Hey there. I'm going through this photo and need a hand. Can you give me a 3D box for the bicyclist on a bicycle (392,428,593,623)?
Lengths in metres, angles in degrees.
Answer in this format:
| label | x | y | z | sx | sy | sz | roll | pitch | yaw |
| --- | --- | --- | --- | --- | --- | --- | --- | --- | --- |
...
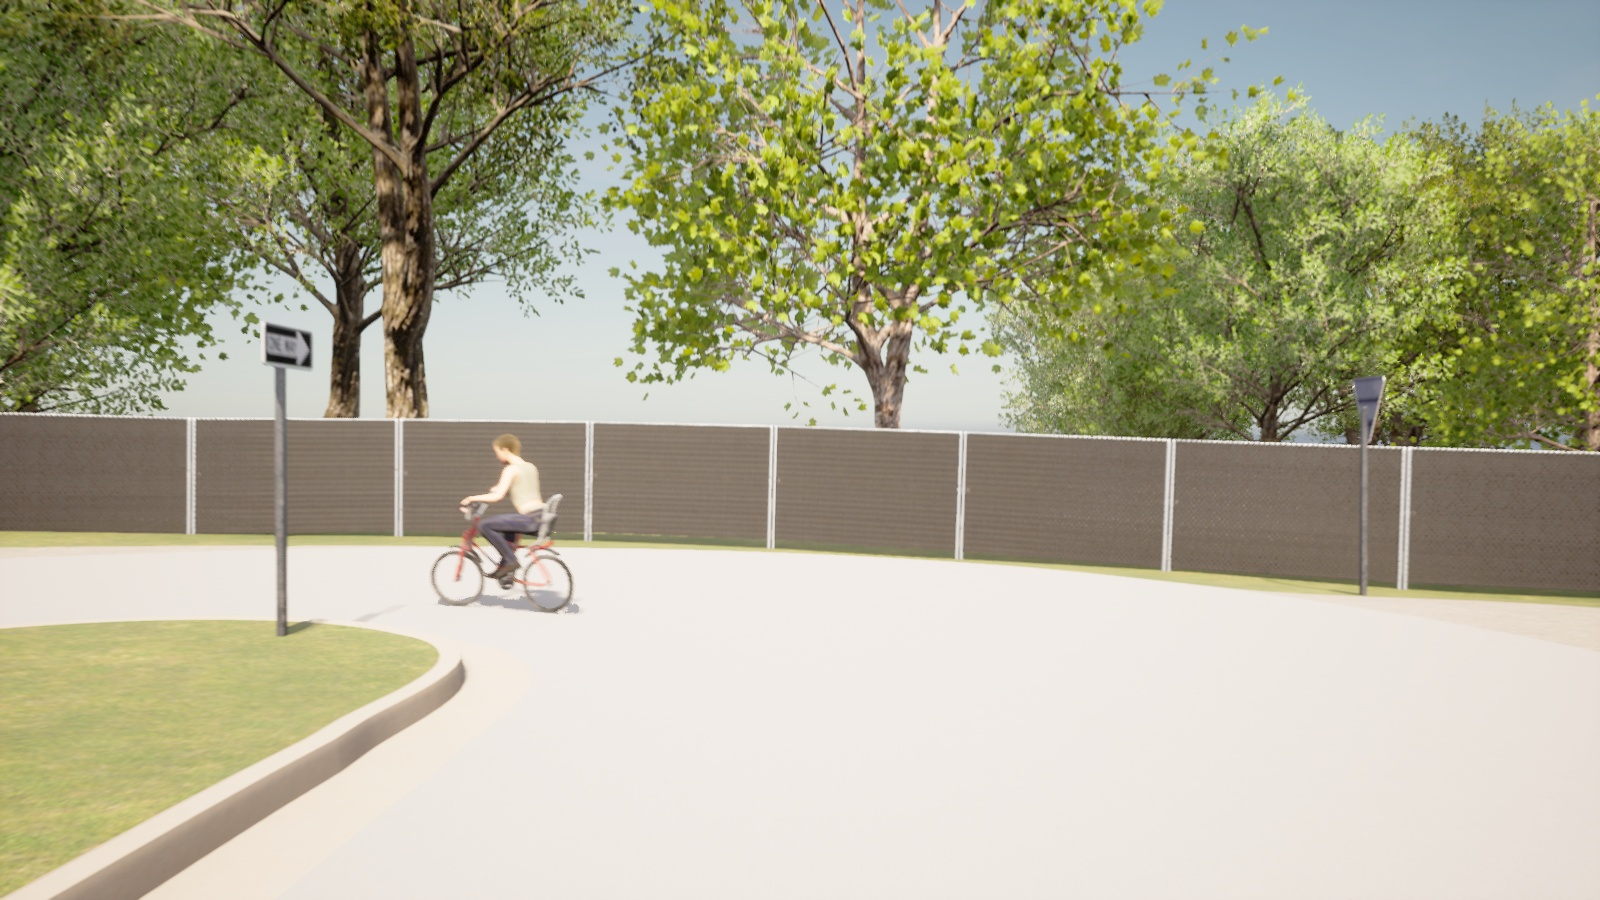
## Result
| label | x | y | z | sx | sy | sz | roll | pitch | yaw |
| --- | --- | --- | --- | --- | --- | --- | --- | --- | --- |
| bicyclist on a bicycle | -2.765 | 0.632 | 11.360 | 1.509 | 1.612 | 0.866 | 1 | 4 | 20 |
